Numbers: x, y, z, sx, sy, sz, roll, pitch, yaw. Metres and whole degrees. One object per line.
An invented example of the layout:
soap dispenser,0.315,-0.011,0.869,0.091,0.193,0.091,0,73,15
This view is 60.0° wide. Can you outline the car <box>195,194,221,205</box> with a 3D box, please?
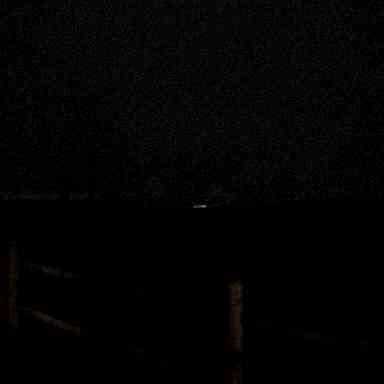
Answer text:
car,2.355,1.082,47.859,1.837,1.490,4.892,-1,-1,35
